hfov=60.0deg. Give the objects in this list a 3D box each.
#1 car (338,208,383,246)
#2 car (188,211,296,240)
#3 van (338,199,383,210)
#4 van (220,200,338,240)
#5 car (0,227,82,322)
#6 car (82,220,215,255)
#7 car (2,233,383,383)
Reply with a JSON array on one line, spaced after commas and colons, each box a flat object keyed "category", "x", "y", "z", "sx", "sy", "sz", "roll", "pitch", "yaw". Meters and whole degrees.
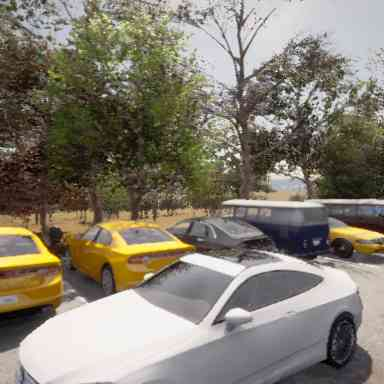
[{"category": "car", "x": 5.018, "y": 1.548, "z": 13.415, "sx": 1.946, "sy": 1.575, "sz": 5.366, "roll": 0, "pitch": 0, "yaw": -36}, {"category": "car", "x": 0.404, "y": 1.518, "z": 10.341, "sx": 2.231, "sy": 1.521, "sz": 4.892, "roll": 0, "pitch": 0, "yaw": -36}, {"category": "van", "x": 7.233, "y": 1.341, "z": 15.078, "sx": 1.878, "sy": 1.987, "sz": 4.442, "roll": 0, "pitch": 0, "yaw": -35}, {"category": "van", "x": 2.588, "y": 1.308, "z": 12.051, "sx": 1.878, "sy": 1.987, "sz": 4.442, "roll": 0, "pitch": 0, "yaw": -36}, {"category": "car", "x": -4.209, "y": 1.483, "z": 7.051, "sx": 2.097, "sy": 1.535, "sz": 5.008, "roll": 0, "pitch": 0, "yaw": -36}, {"category": "car", "x": -1.852, "y": 1.500, "z": 8.733, "sx": 2.097, "sy": 1.535, "sz": 5.008, "roll": 0, "pitch": 0, "yaw": -36}, {"category": "car", "x": 0.379, "y": 1.542, "z": 4.262, "sx": 4.674, "sy": 1.442, "sz": 1.812, "roll": 0, "pitch": 0, "yaw": -36}]
